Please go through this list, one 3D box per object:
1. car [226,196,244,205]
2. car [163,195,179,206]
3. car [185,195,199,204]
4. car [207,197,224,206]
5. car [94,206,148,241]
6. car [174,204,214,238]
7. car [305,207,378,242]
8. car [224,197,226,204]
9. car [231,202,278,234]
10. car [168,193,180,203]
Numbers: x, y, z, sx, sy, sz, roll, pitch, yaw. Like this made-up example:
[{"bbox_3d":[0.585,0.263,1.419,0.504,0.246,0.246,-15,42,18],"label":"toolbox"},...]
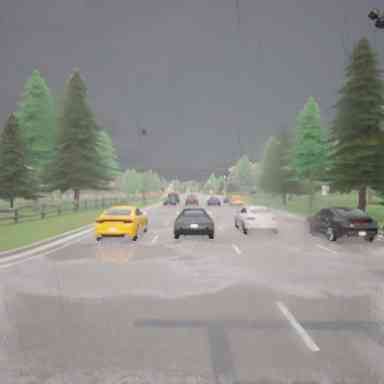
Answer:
[{"bbox_3d":[7.004,1.405,52.456,1.882,1.535,5.008,0,0,0],"label":"car"},{"bbox_3d":[-3.496,1.528,52.904,1.895,1.301,4.718,0,0,0],"label":"car"},{"bbox_3d":[0.004,1.279,52.843,2.097,1.767,4.553,0,0,0],"label":"car"},{"bbox_3d":[3.504,1.491,52.873,1.994,1.385,4.181,0,0,0],"label":"car"},{"bbox_3d":[-3.398,1.454,16.720,1.882,1.535,5.008,0,0,0],"label":"car"},{"bbox_3d":[0.101,1.540,17.452,1.994,1.385,4.181,0,0,0],"label":"car"},{"bbox_3d":[7.101,1.482,16.280,1.837,1.490,4.892,0,0,0],"label":"car"},{"bbox_3d":[7.005,1.477,62.876,1.994,1.385,4.181,0,0,0],"label":"car"},{"bbox_3d":[3.587,1.499,18.964,1.812,1.442,4.674,0,0,0],"label":"car"},{"bbox_3d":[-3.495,1.130,62.907,2.150,2.045,5.566,0,0,0],"label":"car"}]
